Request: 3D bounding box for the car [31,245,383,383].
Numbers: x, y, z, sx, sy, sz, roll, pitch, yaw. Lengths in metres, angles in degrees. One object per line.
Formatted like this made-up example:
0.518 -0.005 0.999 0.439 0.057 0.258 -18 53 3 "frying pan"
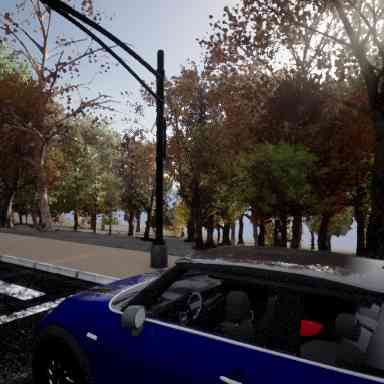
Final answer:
0.418 1.352 3.358 4.553 1.767 2.097 0 0 34 "car"
